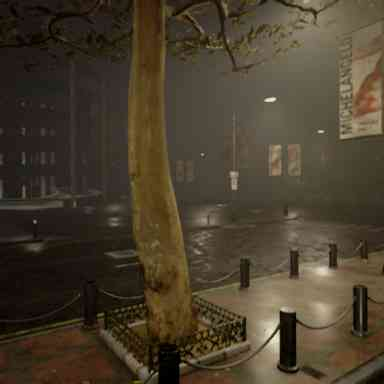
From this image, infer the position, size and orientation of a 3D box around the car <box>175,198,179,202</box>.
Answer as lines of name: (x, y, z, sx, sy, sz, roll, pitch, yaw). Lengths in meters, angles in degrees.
car: (-5.066, 1.432, 65.977, 5.357, 1.411, 2.033, 0, 0, 42)

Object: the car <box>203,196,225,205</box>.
car: (3.666, 1.444, 55.633, 1.994, 1.385, 4.181, 0, 0, -36)

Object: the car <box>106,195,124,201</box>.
car: (-19.028, 1.374, 77.397, 4.674, 1.442, 1.812, 0, 0, 12)

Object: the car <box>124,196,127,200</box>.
car: (-18.069, 1.355, 80.763, 4.674, 1.442, 1.812, 0, 0, 12)
